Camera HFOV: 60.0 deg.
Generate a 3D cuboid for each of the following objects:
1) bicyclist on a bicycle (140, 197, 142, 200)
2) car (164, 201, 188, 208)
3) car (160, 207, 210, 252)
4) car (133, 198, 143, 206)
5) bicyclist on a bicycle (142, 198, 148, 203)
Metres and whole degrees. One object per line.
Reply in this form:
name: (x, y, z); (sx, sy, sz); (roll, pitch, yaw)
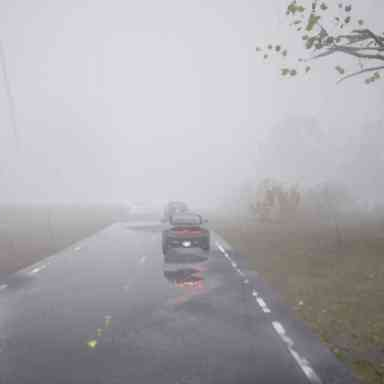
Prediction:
bicyclist on a bicycle: (-14.144, 2.144, 92.821); (0.866, 1.612, 1.509); (0, 0, -19)
car: (-1.378, 1.592, 29.225); (2.097, 1.767, 4.553); (0, -1, -6)
car: (-0.302, 1.629, 14.414); (1.837, 1.490, 4.892); (0, 0, -3)
car: (-11.455, 2.065, 69.926); (2.128, 1.511, 4.902); (0, 0, -13)
bicyclist on a bicycle: (-11.399, 2.086, 84.174); (0.866, 1.612, 1.509); (0, 0, -17)
